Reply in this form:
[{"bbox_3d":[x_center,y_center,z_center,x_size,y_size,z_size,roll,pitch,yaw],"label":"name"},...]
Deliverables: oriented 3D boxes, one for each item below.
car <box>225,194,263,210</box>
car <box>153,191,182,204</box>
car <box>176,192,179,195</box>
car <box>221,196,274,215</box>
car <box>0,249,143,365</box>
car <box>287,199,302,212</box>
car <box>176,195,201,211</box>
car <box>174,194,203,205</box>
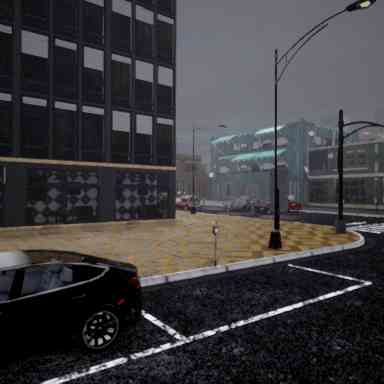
[{"bbox_3d":[5.980,1.125,38.626,1.967,1.590,4.097,1,0,-36],"label":"car"},{"bbox_3d":[-3.849,0.788,52.046,2.192,1.841,5.009,1,0,-36],"label":"car"},{"bbox_3d":[-2.764,1.048,40.758,1.882,1.535,5.008,0,1,-36],"label":"car"},{"bbox_3d":[4.958,1.281,30.205,2.033,1.411,5.357,0,0,-36],"label":"car"},{"bbox_3d":[-2.771,1.566,4.579,4.313,1.339,1.947,0,0,-35],"label":"car"},{"bbox_3d":[9.256,1.335,34.150,1.802,1.307,4.206,1,0,-36],"label":"car"},{"bbox_3d":[-0.783,1.227,33.673,1.802,1.307,4.206,1,0,-36],"label":"car"},{"bbox_3d":[-0.577,1.095,47.573,2.008,1.369,4.403,1,0,-36],"label":"car"}]
